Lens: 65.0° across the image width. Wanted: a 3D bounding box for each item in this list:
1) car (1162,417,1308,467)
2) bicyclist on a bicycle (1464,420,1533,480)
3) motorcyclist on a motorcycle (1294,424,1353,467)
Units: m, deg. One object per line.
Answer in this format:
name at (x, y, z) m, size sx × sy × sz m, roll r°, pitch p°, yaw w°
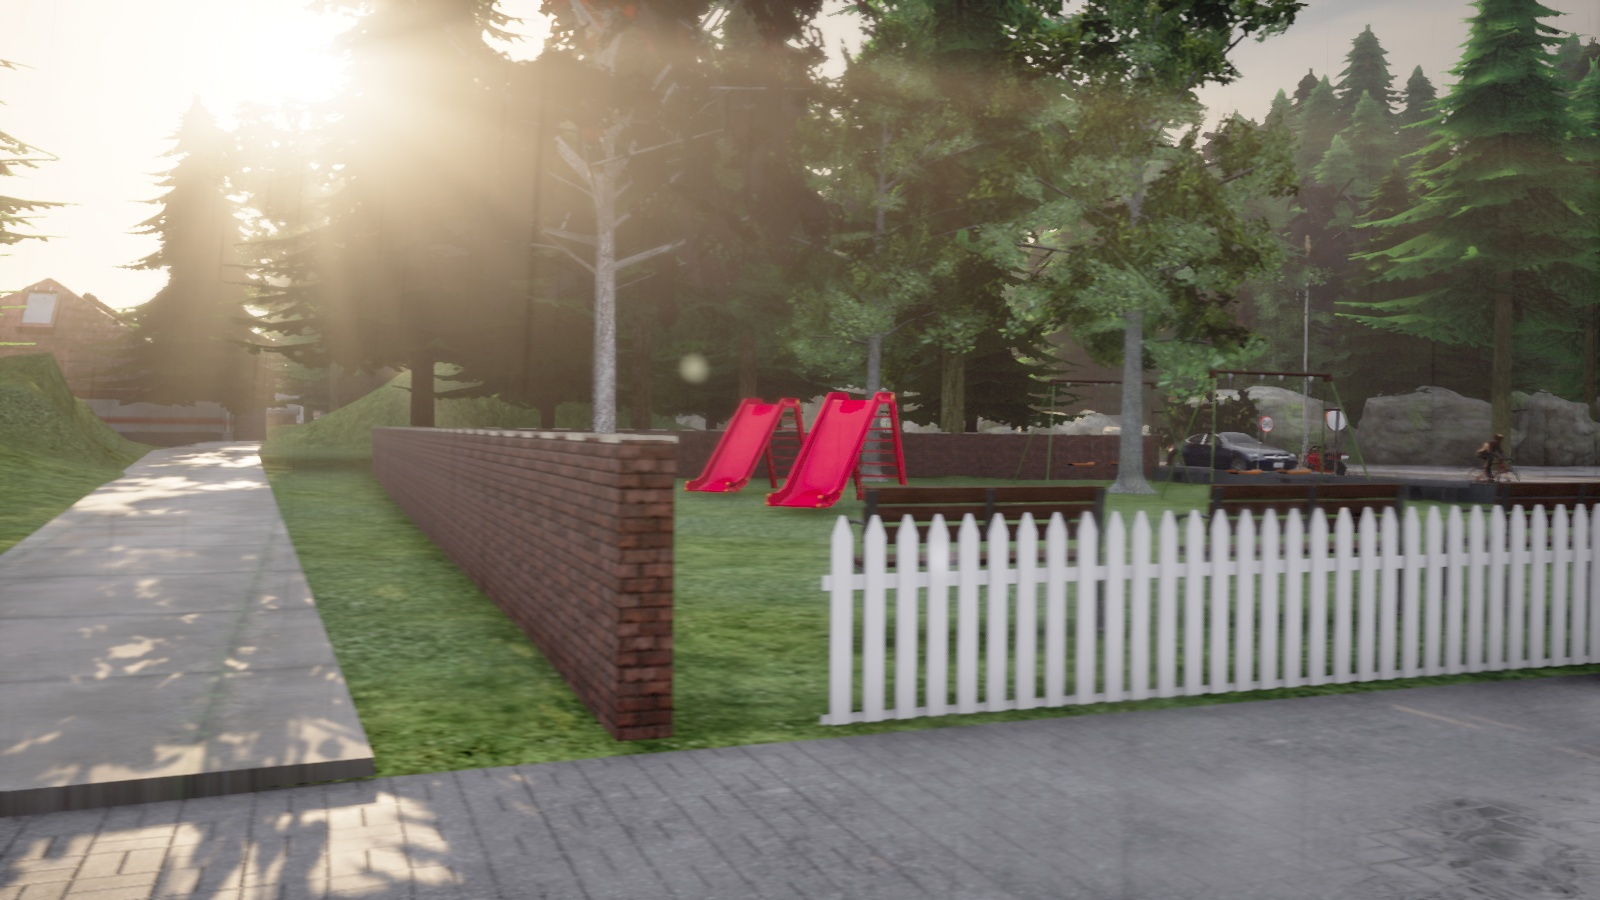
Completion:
car at (15.308, -0.313, 44.511) m, size 2.152 × 1.651 × 5.027 m, roll -1°, pitch 1°, yaw -21°
bicyclist on a bicycle at (19.153, -0.017, 34.461) m, size 0.582 × 1.620 × 1.656 m, roll -1°, pitch 1°, yaw -21°
motorcyclist on a motorcycle at (19.092, -0.172, 45.822) m, size 0.797 × 1.523 × 2.044 m, roll -1°, pitch 1°, yaw -21°
